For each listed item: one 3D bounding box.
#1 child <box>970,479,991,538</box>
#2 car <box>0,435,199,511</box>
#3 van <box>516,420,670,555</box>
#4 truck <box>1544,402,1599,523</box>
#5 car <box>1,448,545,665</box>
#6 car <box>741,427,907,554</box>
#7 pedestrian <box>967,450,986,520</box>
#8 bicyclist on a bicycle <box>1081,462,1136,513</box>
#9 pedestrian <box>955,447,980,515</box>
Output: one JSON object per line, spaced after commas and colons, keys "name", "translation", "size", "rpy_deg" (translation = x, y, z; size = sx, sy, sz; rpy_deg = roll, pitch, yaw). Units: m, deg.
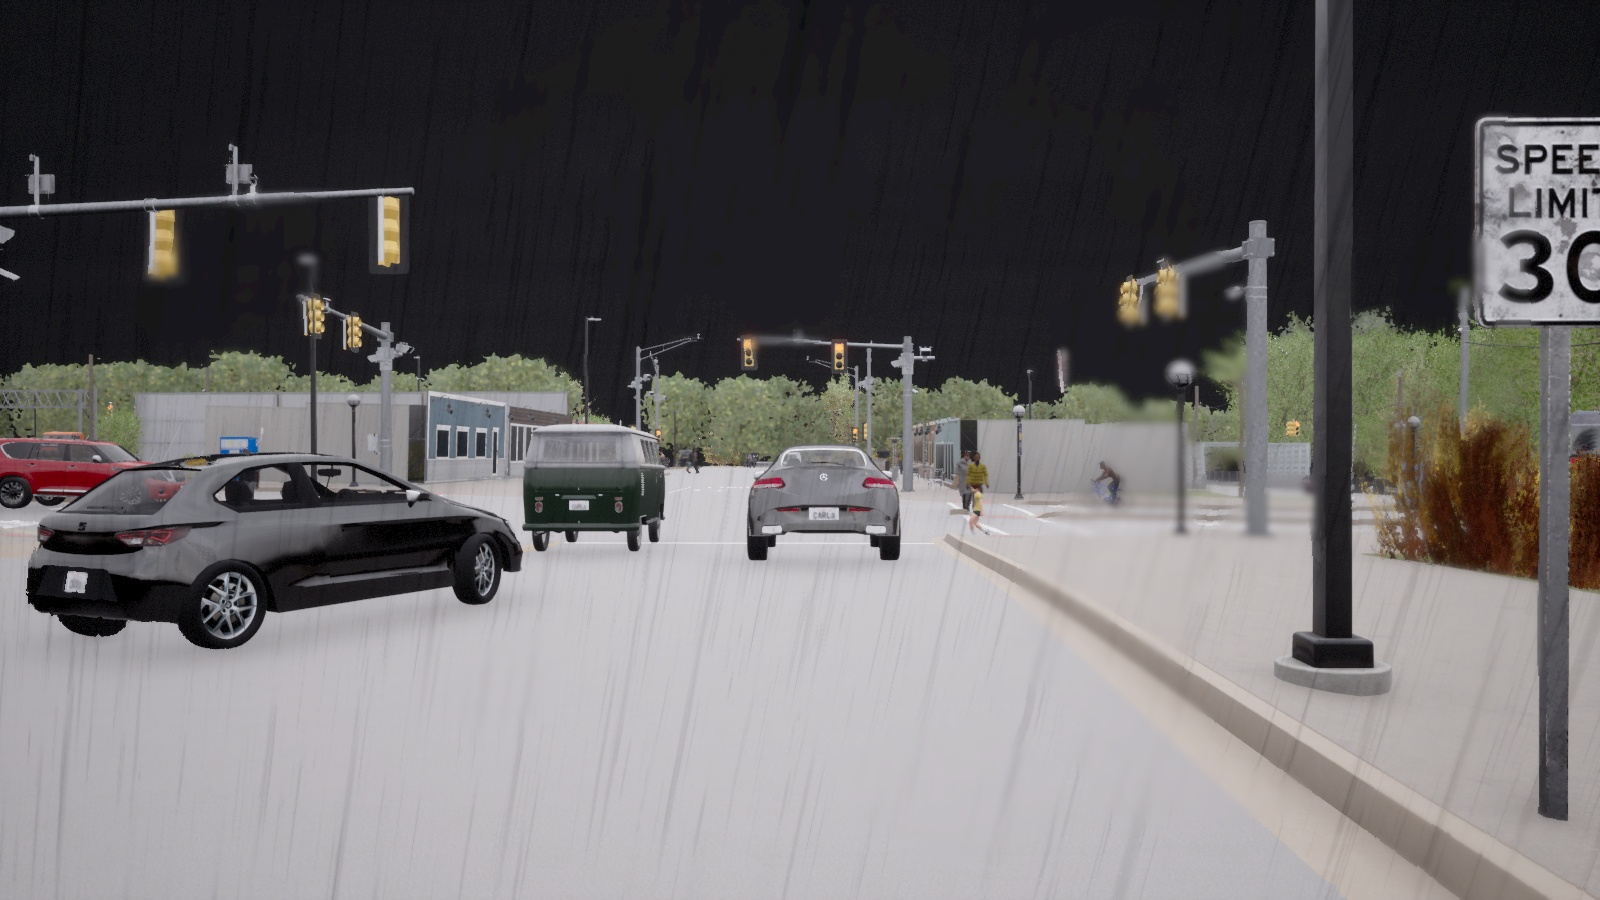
{"name": "child", "translation": [3.451, 1.111, 24.043], "size": [0.394, 1.110, 0.255], "rpy_deg": [0, 1, 6]}
{"name": "car", "translation": [-21.005, 0.660, 36.899], "size": [5.566, 2.045, 2.150], "rpy_deg": [1, 0, -3]}
{"name": "van", "translation": [-3.282, 0.598, 20.731], "size": [1.775, 1.987, 4.442], "rpy_deg": [0, -1, 0]}
{"name": "truck", "translation": [28.398, 0.480, 42.565], "size": [8.468, 3.827, 2.891], "rpy_deg": [2, -1, -41]}
{"name": "car", "translation": [-4.332, 0.746, 11.057], "size": [1.816, 1.474, 4.193], "rpy_deg": [0, 1, 28]}
{"name": "car", "translation": [0.350, 0.588, 18.883], "size": [2.152, 1.651, 5.027], "rpy_deg": [0, -1, 1]}
{"name": "pedestrian", "translation": [4.727, 0.935, 33.647], "size": [0.431, 1.840, 0.709], "rpy_deg": [0, 1, 3]}
{"name": "bicyclist on a bicycle", "translation": [10.250, 1.247, 41.787], "size": [1.656, 1.620, 0.582], "rpy_deg": [1, -1, 0]}
{"name": "pedestrian", "translation": [4.908, 0.902, 36.903], "size": [0.659, 1.952, 0.873], "rpy_deg": [0, 1, 3]}
